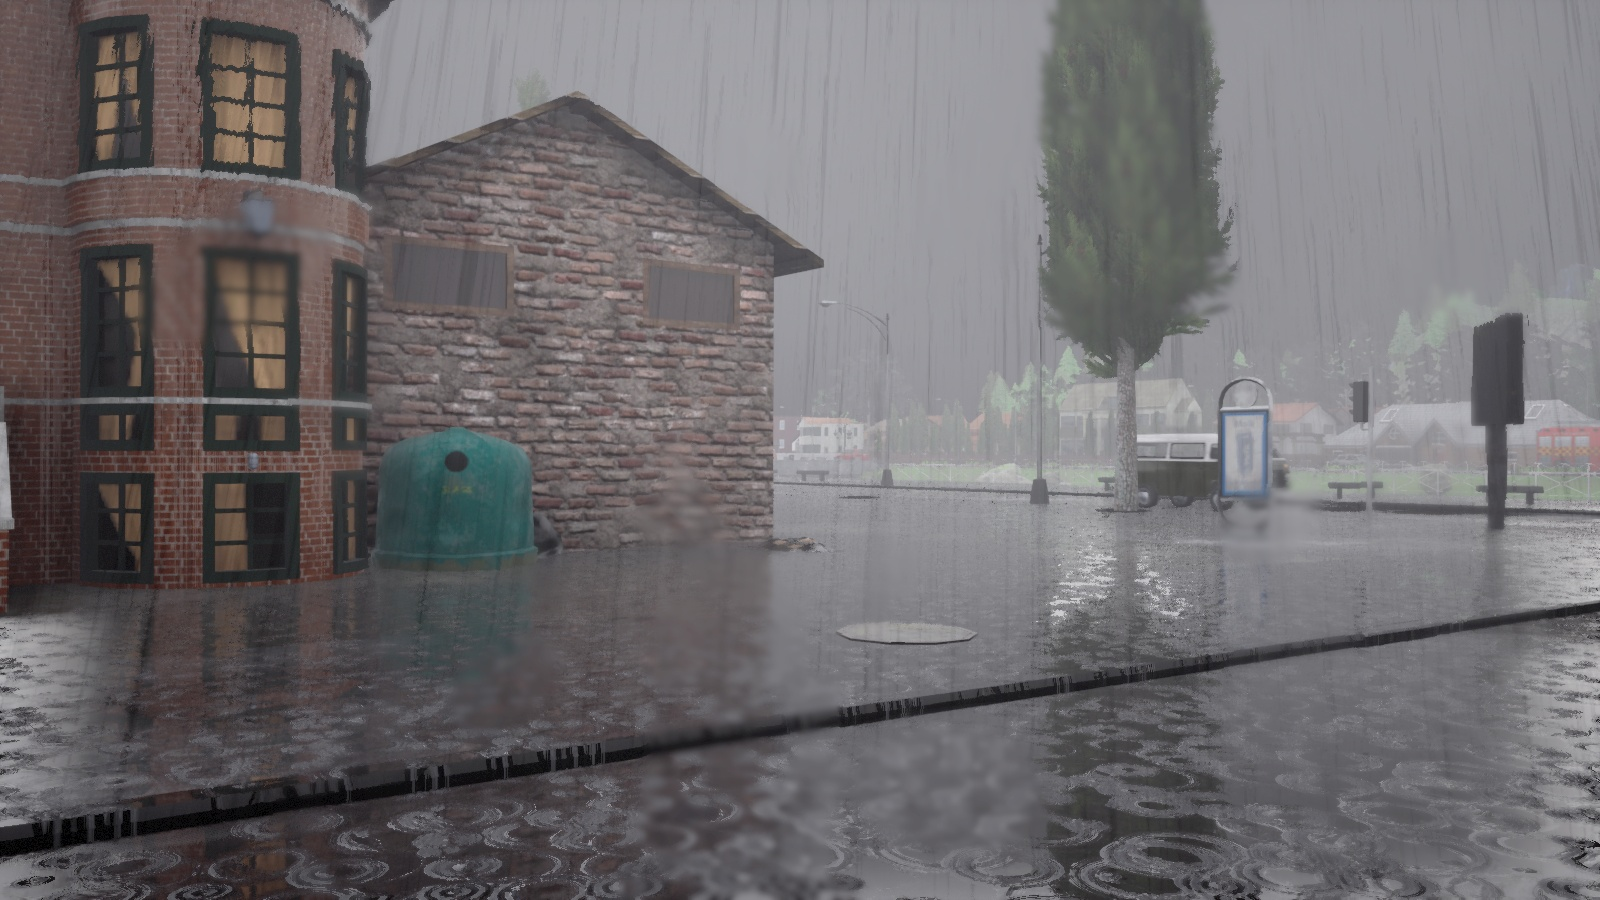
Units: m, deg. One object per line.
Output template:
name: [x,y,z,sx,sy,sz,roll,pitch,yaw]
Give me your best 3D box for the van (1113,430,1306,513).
van: [10.702,0.527,33.128,2.069,2.038,4.480,0,0,-35]
